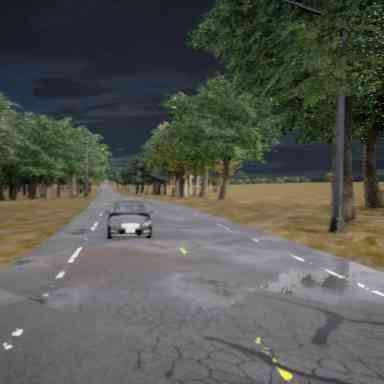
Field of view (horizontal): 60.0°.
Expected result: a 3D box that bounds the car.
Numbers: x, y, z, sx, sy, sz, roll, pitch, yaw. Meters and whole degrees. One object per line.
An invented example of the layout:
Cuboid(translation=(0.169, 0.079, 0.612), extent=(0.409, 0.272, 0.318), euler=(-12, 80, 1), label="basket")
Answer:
Cuboid(translation=(-2.856, 1.148, 15.091), extent=(2.128, 1.511, 4.902), euler=(1, 1, -12), label="car")
